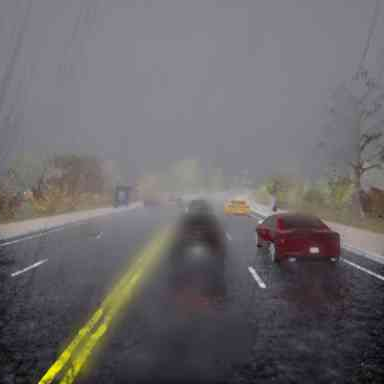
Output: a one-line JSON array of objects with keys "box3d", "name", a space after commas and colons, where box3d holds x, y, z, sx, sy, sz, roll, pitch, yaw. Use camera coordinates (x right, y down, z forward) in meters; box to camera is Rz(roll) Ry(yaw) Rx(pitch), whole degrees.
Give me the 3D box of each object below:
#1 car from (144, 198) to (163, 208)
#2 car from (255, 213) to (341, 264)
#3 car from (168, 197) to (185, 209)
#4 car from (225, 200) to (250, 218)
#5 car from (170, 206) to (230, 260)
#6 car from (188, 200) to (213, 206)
[{"box3d": [-5.084, 1.454, 44.766, 1.994, 1.385, 4.181, 0, 0, 4], "name": "car"}, {"box3d": [3.467, 1.459, 11.753, 1.882, 1.535, 5.008, 0, 0, 1], "name": "car"}, {"box3d": [-1.945, 1.386, 43.021, 2.128, 1.511, 4.902, 0, 0, 4], "name": "car"}, {"box3d": [4.041, 1.412, 29.810, 1.882, 1.535, 5.008, 0, 0, 3], "name": "car"}, {"box3d": [0.230, 1.486, 12.383, 1.837, 1.490, 4.892, 0, 0, 1], "name": "car"}, {"box3d": [0.723, 1.444, 28.414, 1.837, 1.490, 4.892, 0, 0, 3], "name": "car"}]
